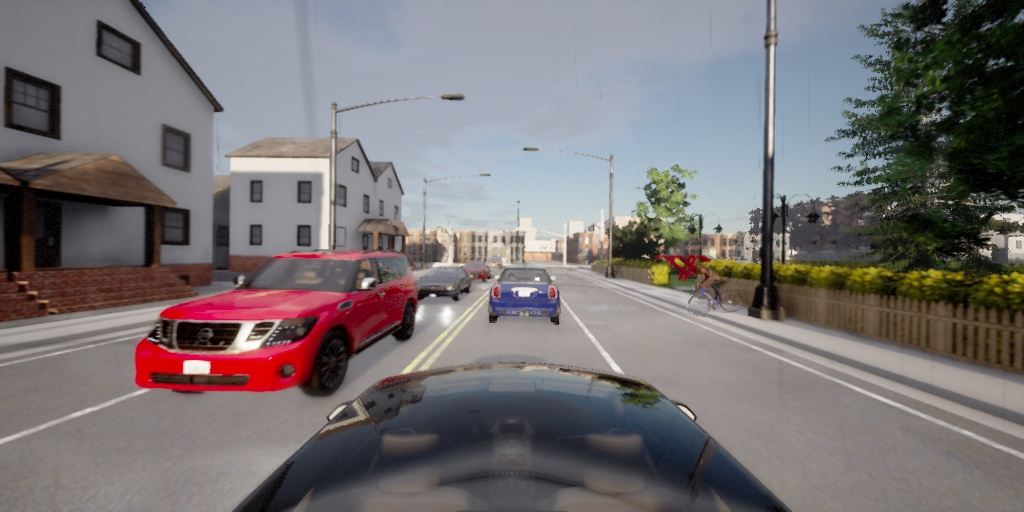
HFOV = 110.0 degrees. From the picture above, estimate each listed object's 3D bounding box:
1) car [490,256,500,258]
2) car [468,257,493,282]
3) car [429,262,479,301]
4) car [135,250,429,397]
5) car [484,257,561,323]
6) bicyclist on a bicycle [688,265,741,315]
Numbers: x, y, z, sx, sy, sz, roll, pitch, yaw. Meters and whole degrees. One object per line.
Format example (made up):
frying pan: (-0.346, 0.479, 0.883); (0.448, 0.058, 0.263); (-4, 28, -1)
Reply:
car: (-2.018, 0.728, 42.582); (1.812, 1.442, 4.674); (1, 0, 2)
car: (-2.692, 1.083, 27.146); (1.882, 1.535, 5.008); (1, 0, 2)
car: (-3.082, 1.189, 17.062); (2.033, 1.411, 5.357); (1, 0, 2)
car: (-3.465, 0.901, 6.825); (2.150, 2.045, 5.566); (1, 0, 2)
car: (0.429, 1.064, 12.148); (2.097, 1.767, 4.553); (1, 0, 2)
bicyclist on a bicycle: (6.555, 1.083, 11.758); (1.656, 1.620, 0.582); (-6, -12, 6)
